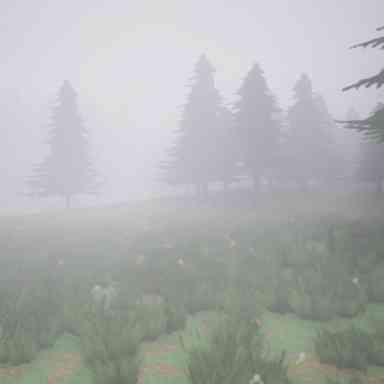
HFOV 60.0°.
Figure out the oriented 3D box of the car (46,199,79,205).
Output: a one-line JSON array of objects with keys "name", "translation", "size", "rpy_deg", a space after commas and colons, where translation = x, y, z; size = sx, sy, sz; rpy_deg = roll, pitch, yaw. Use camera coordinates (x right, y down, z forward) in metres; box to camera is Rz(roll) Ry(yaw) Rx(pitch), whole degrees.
[{"name": "car", "translation": [-16.773, 1.623, 42.174], "size": [1.882, 1.535, 5.008], "rpy_deg": [-1, 4, 43]}]
